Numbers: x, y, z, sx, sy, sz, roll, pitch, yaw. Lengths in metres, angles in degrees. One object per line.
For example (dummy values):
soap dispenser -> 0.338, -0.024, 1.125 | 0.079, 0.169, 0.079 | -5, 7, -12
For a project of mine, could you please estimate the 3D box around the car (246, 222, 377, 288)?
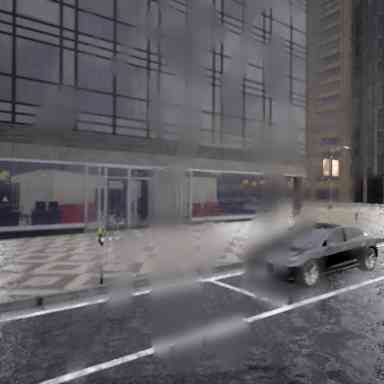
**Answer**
car -> 3.449, 1.546, 9.218 | 4.313, 1.339, 1.947 | 0, 1, -35
